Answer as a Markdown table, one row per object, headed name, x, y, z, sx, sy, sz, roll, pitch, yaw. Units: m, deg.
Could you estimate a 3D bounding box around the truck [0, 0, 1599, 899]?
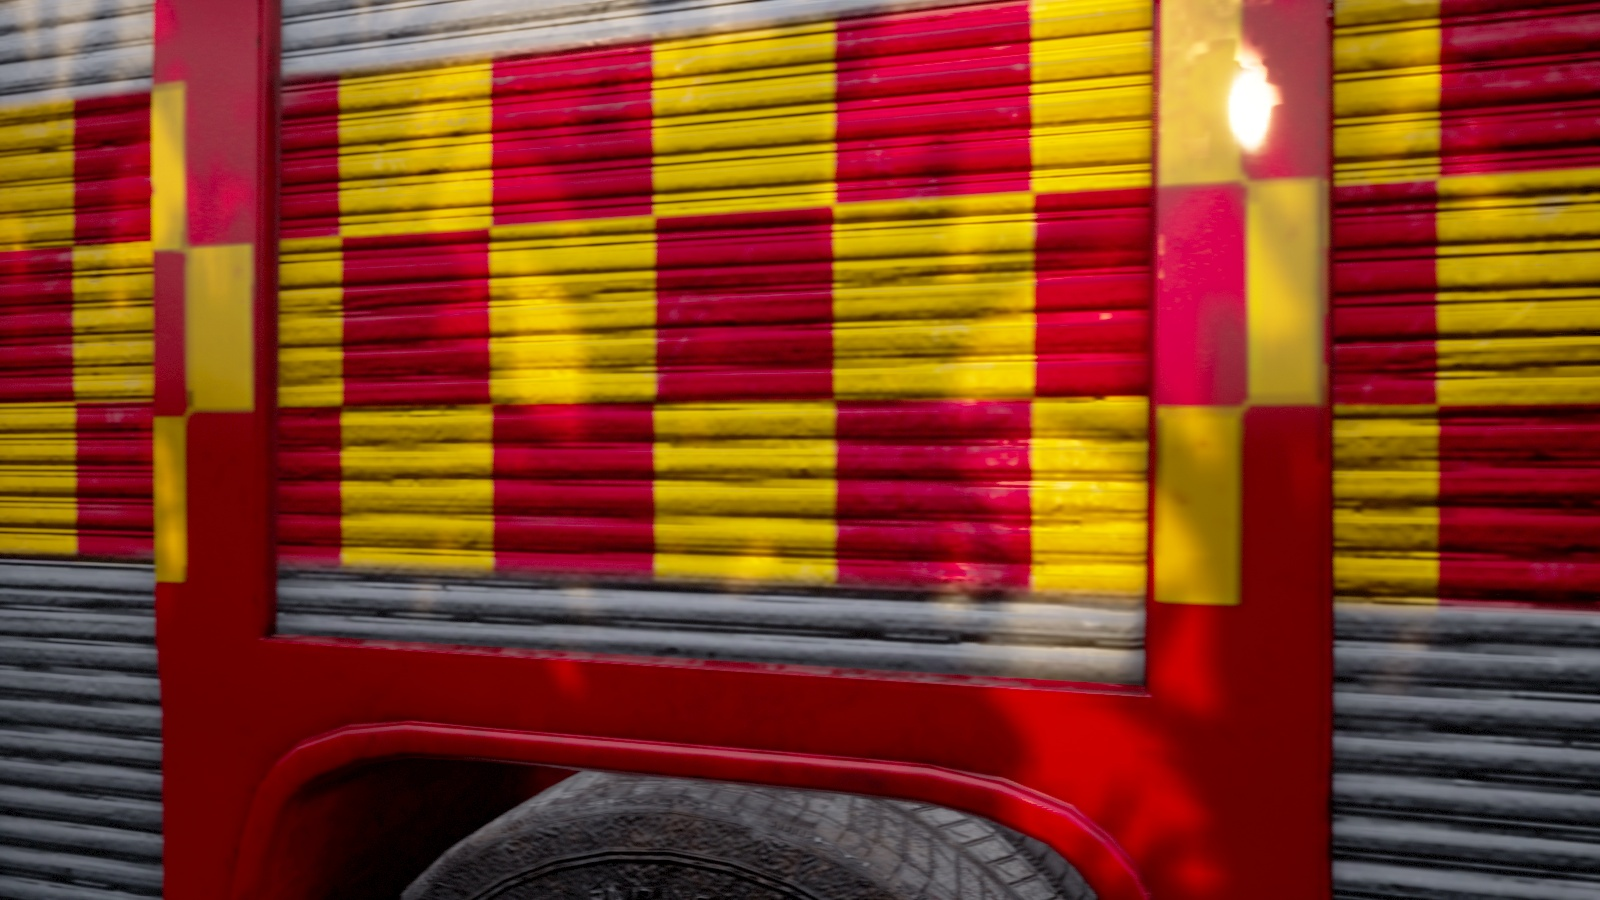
| name | x | y | z | sx | sy | sz | roll | pitch | yaw |
| --- | --- | --- | --- | --- | --- | --- | --- | --- | --- |
| truck | -2.358 | -0.403 | 3.654 | 8.468 | 3.827 | 2.891 | 0 | 1 | 19 |
